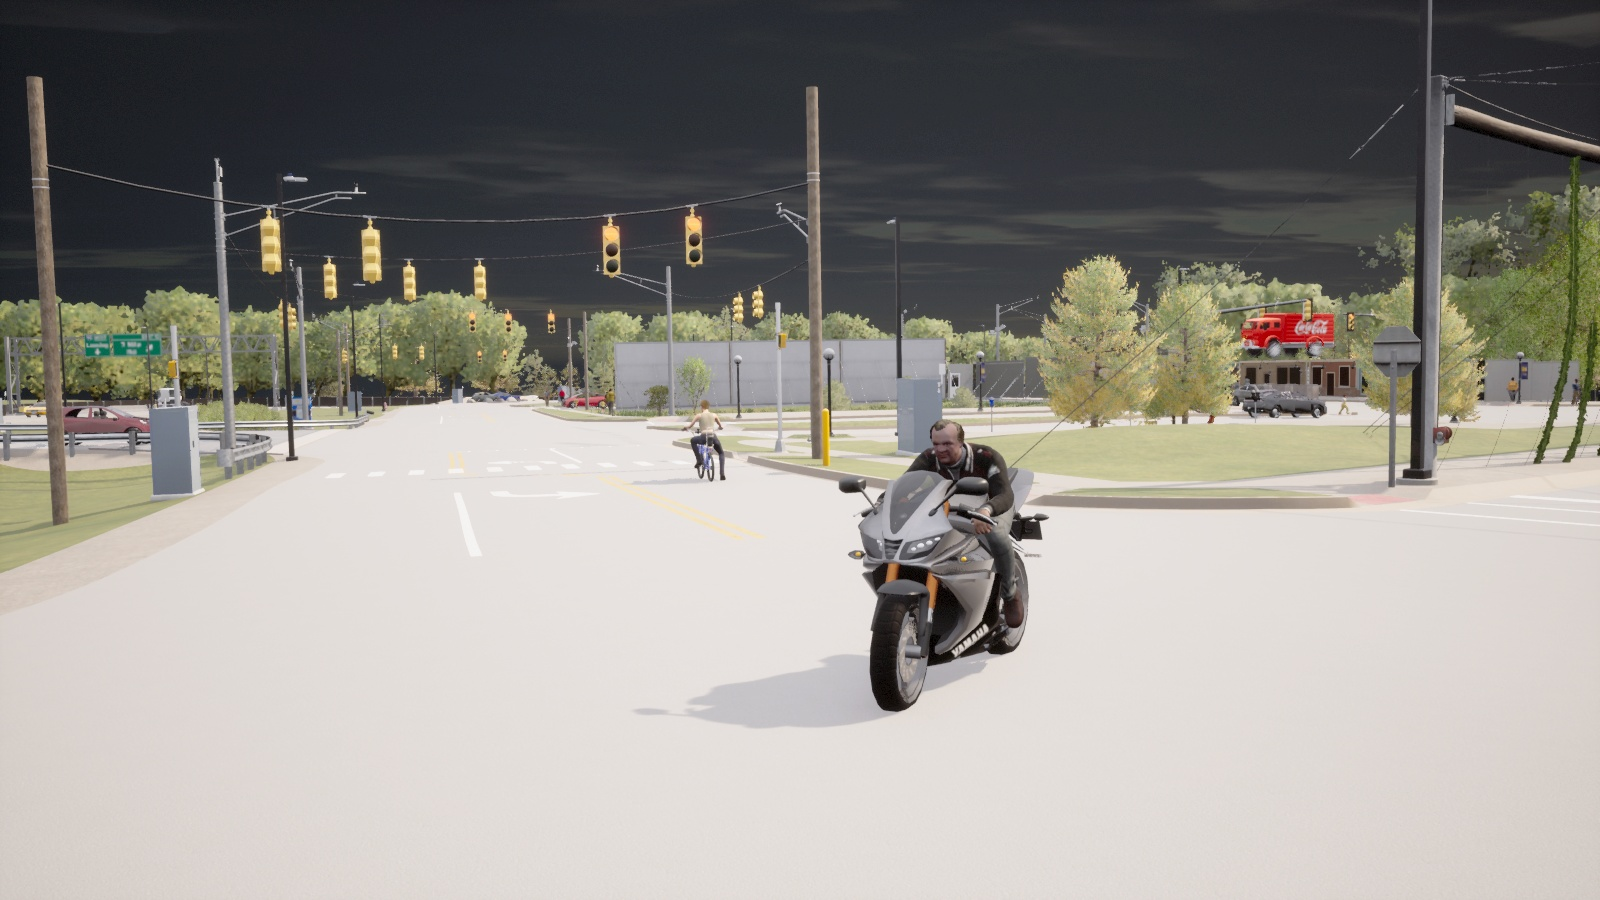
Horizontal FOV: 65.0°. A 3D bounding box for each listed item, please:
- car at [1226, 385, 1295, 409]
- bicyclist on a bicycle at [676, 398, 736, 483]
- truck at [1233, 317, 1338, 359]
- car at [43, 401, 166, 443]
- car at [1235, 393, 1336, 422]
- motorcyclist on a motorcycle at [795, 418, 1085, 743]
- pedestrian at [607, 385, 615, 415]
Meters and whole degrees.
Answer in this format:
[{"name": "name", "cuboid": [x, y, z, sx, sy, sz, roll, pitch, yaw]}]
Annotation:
[{"name": "car", "cuboid": [33.336, -3.855, 91.027, 2.152, 1.651, 5.027, -2, 4, -15]}, {"name": "bicyclist on a bicycle", "cuboid": [-1.884, -0.210, 24.951, 0.866, 1.612, 1.509, -2, 3, -16]}, {"name": "truck", "cuboid": [29.024, -6.728, 75.110, 5.204, 2.467, 2.627, -2, 6, -15]}, {"name": "car", "cuboid": [-26.072, -1.087, 47.187, 3.633, 1.501, 1.845, -1, 3, -11]}, {"name": "car", "cuboid": [26.551, -2.333, 68.677, 4.902, 1.511, 2.128, -1, 3, -20]}, {"name": "motorcyclist on a motorcycle", "cuboid": [0.896, 0.607, 7.232, 0.866, 1.530, 2.191, 0, 3, 29]}, {"name": "pedestrian", "cuboid": [-11.949, -3.174, 79.467, 0.370, 1.835, 0.726, -2, 4, -16]}]
